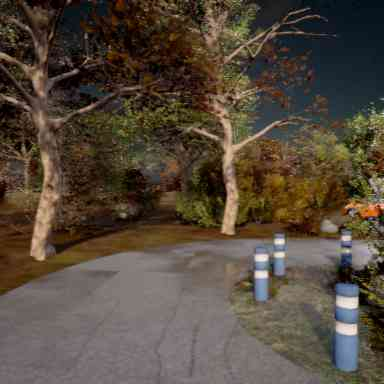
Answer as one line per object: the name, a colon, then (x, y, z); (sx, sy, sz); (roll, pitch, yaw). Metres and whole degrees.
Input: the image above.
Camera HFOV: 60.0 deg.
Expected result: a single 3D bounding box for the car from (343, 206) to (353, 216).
car: (12.691, 1.059, 22.375); (2.185, 1.767, 4.553); (0, 1, -42)
